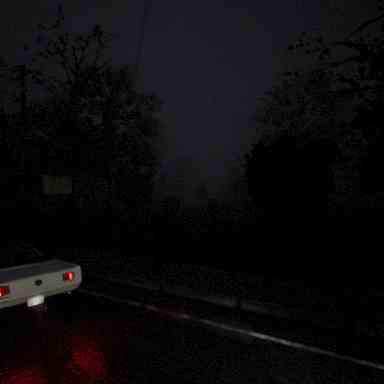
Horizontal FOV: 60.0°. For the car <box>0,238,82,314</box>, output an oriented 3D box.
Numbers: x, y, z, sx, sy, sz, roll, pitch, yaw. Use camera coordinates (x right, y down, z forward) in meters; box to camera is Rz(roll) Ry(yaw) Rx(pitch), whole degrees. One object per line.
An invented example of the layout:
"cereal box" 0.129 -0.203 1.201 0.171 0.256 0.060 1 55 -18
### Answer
"car" -4.612 1.696 7.277 4.718 1.301 1.895 -1 0 36
